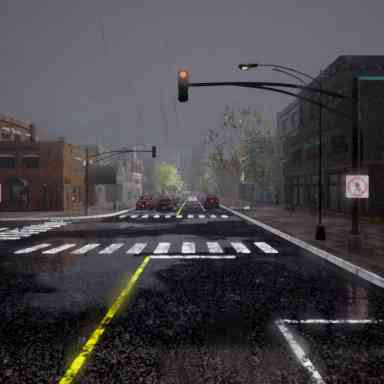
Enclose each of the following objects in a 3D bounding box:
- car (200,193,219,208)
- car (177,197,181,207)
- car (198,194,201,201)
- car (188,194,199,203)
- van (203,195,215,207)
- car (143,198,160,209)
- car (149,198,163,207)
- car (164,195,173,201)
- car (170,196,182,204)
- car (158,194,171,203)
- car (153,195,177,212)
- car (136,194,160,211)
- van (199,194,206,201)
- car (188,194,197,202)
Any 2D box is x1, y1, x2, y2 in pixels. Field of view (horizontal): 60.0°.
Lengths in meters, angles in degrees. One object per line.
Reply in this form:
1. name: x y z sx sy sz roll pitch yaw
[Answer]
1. car: 2.707 1.303 46.889 2.192 1.841 5.009 -1 0 0
2. car: -3.076 1.589 48.658 1.895 1.301 4.718 0 0 0
3. car: 2.716 1.534 63.521 2.008 1.369 4.403 -1 0 0
4. car: 0.128 1.508 69.073 1.812 1.442 4.674 0 0 0
5. van: 2.709 1.328 52.433 1.690 1.788 3.998 -1 0 0
6. car: -5.672 1.533 46.892 1.887 1.381 4.507 -1 0 0
7. car: -5.669 1.569 52.437 1.802 1.307 4.206 -1 0 0
8. car: -5.657 1.523 80.156 1.887 1.381 4.507 -1 0 0
9. car: -3.033 1.548 62.404 1.994 1.385 4.181 0 0 1
10. car: -5.664 1.297 69.068 2.192 1.841 5.009 -1 0 0
11. car: -3.081 1.469 38.978 1.882 1.535 5.008 0 0 0
12. car: -5.676 1.305 41.348 2.192 1.841 5.009 -1 0 0
13. van: 2.724 1.317 85.697 1.690 1.788 3.998 -1 0 0
14. car: 0.035 1.334 79.211 2.097 1.767 4.553 0 0 0
